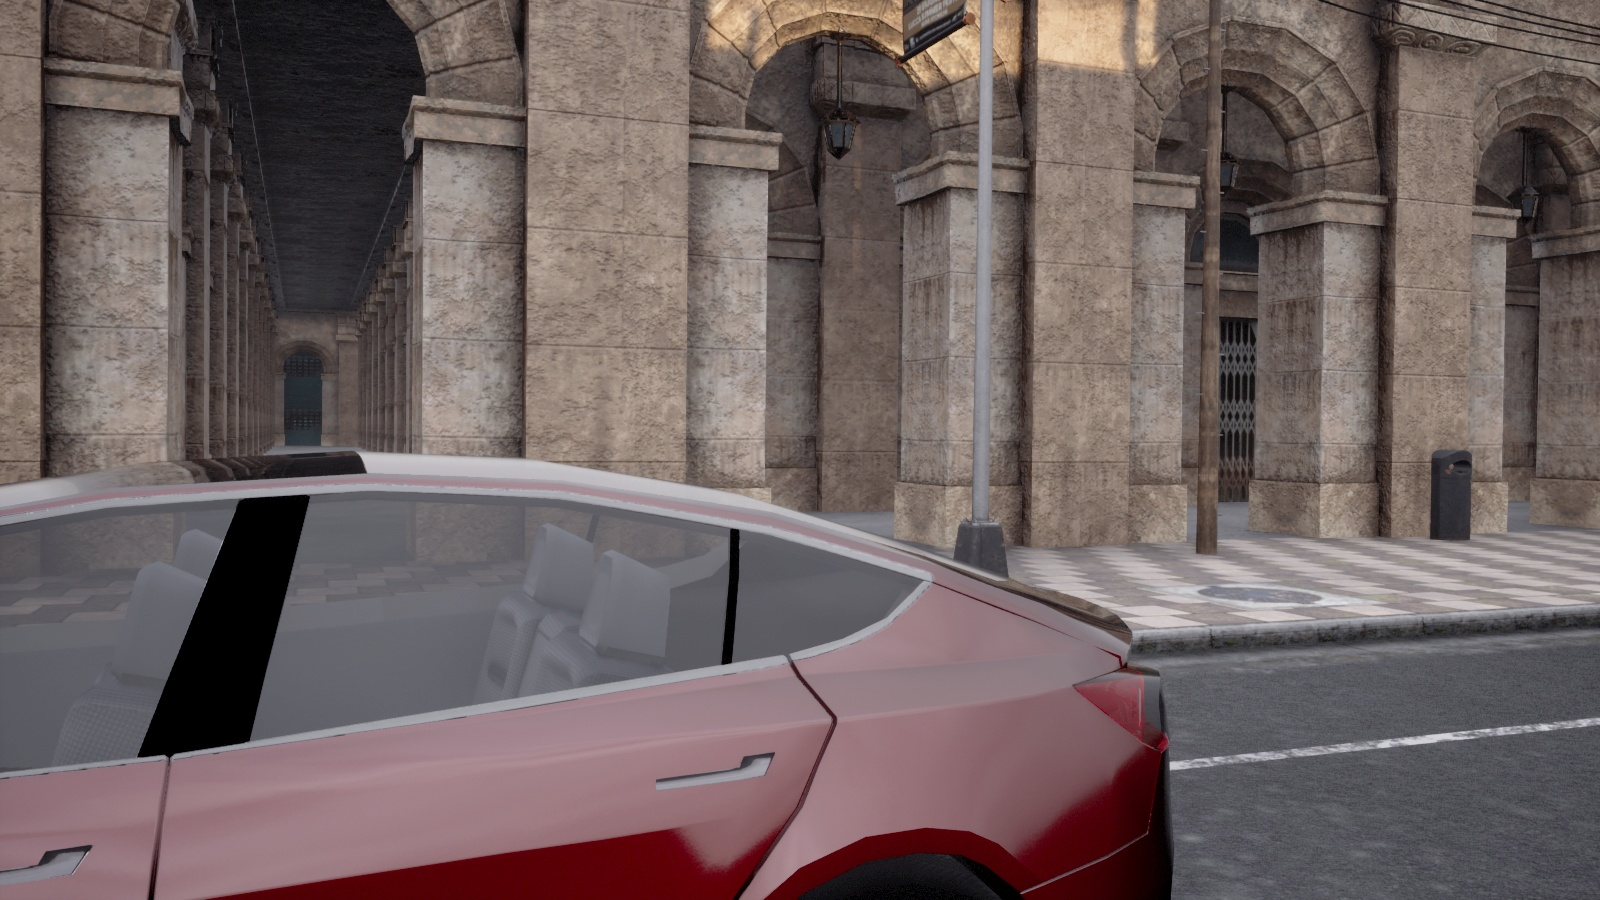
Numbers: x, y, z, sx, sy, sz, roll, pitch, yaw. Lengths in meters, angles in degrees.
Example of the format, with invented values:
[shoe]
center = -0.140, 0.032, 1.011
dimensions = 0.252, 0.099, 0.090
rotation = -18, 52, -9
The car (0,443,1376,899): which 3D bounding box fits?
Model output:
[car]
center = -1.450, 0.769, 2.707
dimensions = 4.792, 1.488, 2.163
rotation = -1, 1, -21
